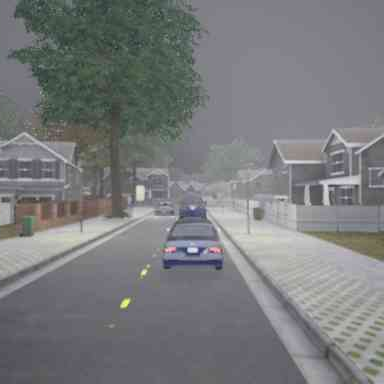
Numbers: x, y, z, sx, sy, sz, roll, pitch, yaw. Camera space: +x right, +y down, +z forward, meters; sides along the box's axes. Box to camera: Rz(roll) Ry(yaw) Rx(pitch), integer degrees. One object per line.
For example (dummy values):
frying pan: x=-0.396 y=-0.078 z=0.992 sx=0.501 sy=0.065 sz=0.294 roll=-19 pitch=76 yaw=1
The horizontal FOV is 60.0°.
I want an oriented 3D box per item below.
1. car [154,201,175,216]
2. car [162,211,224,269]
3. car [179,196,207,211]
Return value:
car: x=-2.810 y=1.726 z=35.505 sx=1.812 sy=1.442 sz=4.674 roll=0 pitch=0 yaw=0
car: x=0.047 y=1.620 z=11.436 sx=2.033 sy=1.411 sz=5.357 roll=0 pitch=0 yaw=1
car: x=0.072 y=1.380 z=28.075 sx=2.150 sy=2.045 sz=5.566 roll=0 pitch=-1 yaw=0
